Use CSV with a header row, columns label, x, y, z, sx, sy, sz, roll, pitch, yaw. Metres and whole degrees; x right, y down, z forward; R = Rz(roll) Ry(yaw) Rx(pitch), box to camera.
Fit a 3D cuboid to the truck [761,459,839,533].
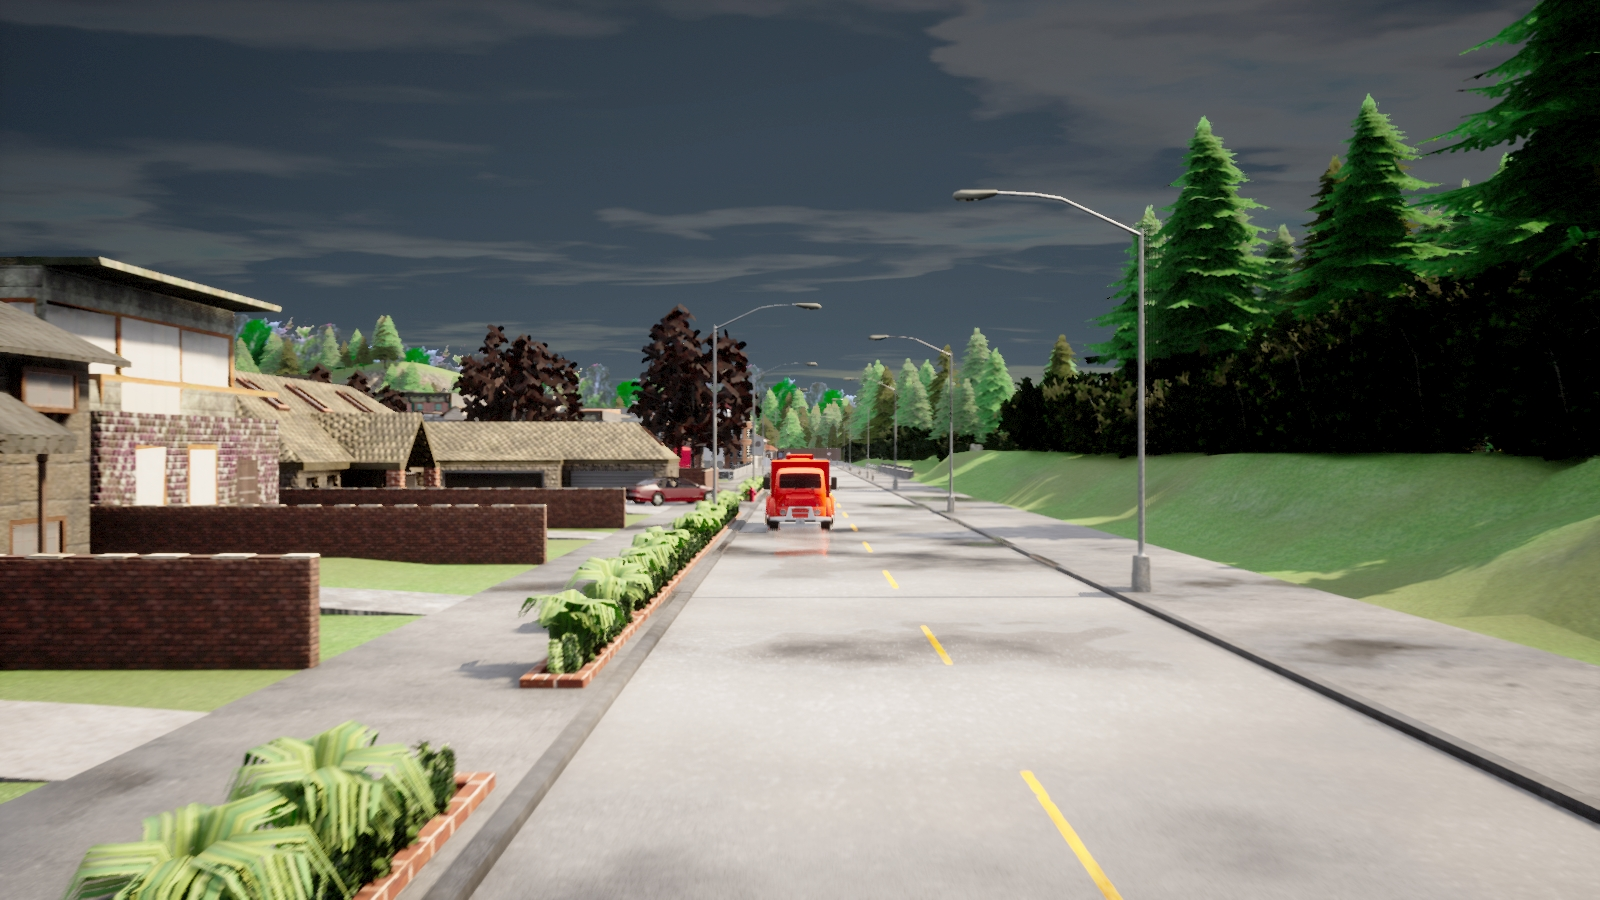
label,x,y,z,sx,sy,sz,roll,pitch,yaw
truck,0.008,1.568,40.965,2.627,2.467,5.204,0,0,0
